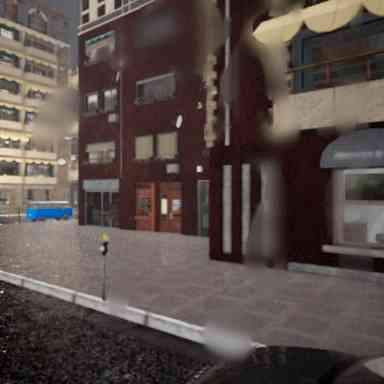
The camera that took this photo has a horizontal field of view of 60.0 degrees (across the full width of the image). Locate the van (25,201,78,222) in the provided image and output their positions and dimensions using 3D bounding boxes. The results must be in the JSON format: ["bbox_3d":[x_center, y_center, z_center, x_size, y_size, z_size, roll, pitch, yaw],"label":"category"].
[{"bbox_3d":[-12.450,1.708,29.243,1.690,1.788,3.998,-1,-2,35],"label":"van"}]

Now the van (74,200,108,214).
[{"bbox_3d":[-13.013,1.909,43.164,1.690,1.788,3.998,-1,-2,35],"label":"van"}]

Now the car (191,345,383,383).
[{"bbox_3d":[1.817,1.551,1.577,4.403,1.369,2.008,0,0,35],"label":"car"}]
